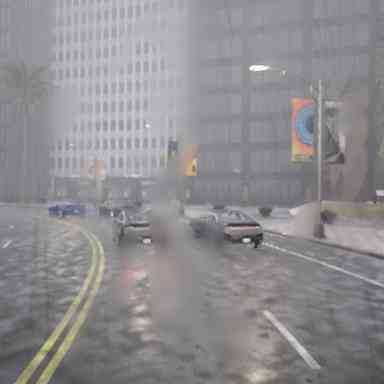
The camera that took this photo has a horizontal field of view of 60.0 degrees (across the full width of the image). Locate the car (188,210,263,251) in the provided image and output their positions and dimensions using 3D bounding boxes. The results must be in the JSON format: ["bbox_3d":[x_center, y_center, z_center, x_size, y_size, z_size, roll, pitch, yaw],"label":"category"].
[{"bbox_3d":[1.253,1.504,14.222,2.128,1.511,4.902,1,0,-17],"label":"car"}]

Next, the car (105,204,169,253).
[{"bbox_3d":[-2.261,1.472,13.799,2.128,1.511,4.902,1,0,-17],"label":"car"}]

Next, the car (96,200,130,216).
[{"bbox_3d":[-6.799,1.447,29.135,1.837,1.490,4.892,1,0,-39],"label":"car"}]

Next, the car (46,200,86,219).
[{"bbox_3d":[-10.873,1.381,28.528,1.882,1.535,5.008,1,0,-41],"label":"car"}]
